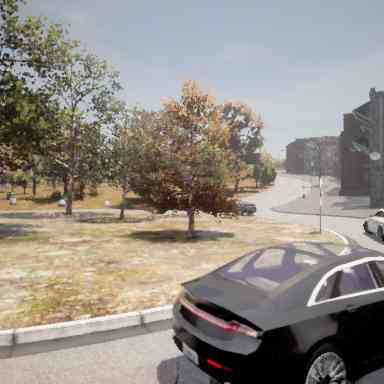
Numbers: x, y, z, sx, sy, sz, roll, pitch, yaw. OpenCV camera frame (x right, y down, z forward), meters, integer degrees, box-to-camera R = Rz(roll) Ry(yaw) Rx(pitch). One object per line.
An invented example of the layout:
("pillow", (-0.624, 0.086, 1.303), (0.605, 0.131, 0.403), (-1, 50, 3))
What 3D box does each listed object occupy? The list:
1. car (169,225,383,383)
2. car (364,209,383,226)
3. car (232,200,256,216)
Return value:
("car", (2.070, 1.492, 4.751), (4.902, 1.511, 2.128), (0, 0, -30))
("car", (9.637, 1.501, 15.842), (1.812, 1.442, 4.674), (0, 0, 16))
("car", (4.061, 1.537, 32.913), (2.128, 1.511, 4.902), (0, 0, -43))
